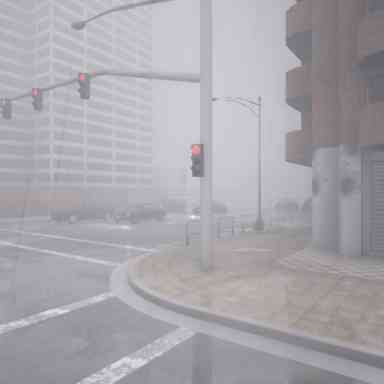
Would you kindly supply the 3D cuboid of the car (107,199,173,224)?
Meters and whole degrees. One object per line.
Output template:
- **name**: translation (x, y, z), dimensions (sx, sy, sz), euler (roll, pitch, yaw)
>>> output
- **car**: translation (-3.840, 1.525, 25.193), dimensions (1.812, 1.442, 4.674), euler (0, 0, 35)

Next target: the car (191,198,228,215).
- **car**: translation (1.855, 1.563, 33.247), dimensions (1.994, 1.385, 4.181), euler (0, 0, 36)

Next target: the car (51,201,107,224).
- **car**: translation (-8.141, 1.477, 25.206), dimensions (1.882, 1.535, 5.008), euler (0, 0, 35)

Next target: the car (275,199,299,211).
- **car**: translation (11.620, 1.525, 40.716), dimensions (1.812, 1.442, 4.674), euler (0, 0, 35)

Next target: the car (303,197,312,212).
- **car**: translation (14.500, 1.352, 38.698), dimensions (2.097, 1.767, 4.553), euler (0, 0, 35)

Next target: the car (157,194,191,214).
- **car**: translation (-2.566, 1.351, 33.074), dimensions (2.097, 1.767, 4.553), euler (0, 0, 35)
